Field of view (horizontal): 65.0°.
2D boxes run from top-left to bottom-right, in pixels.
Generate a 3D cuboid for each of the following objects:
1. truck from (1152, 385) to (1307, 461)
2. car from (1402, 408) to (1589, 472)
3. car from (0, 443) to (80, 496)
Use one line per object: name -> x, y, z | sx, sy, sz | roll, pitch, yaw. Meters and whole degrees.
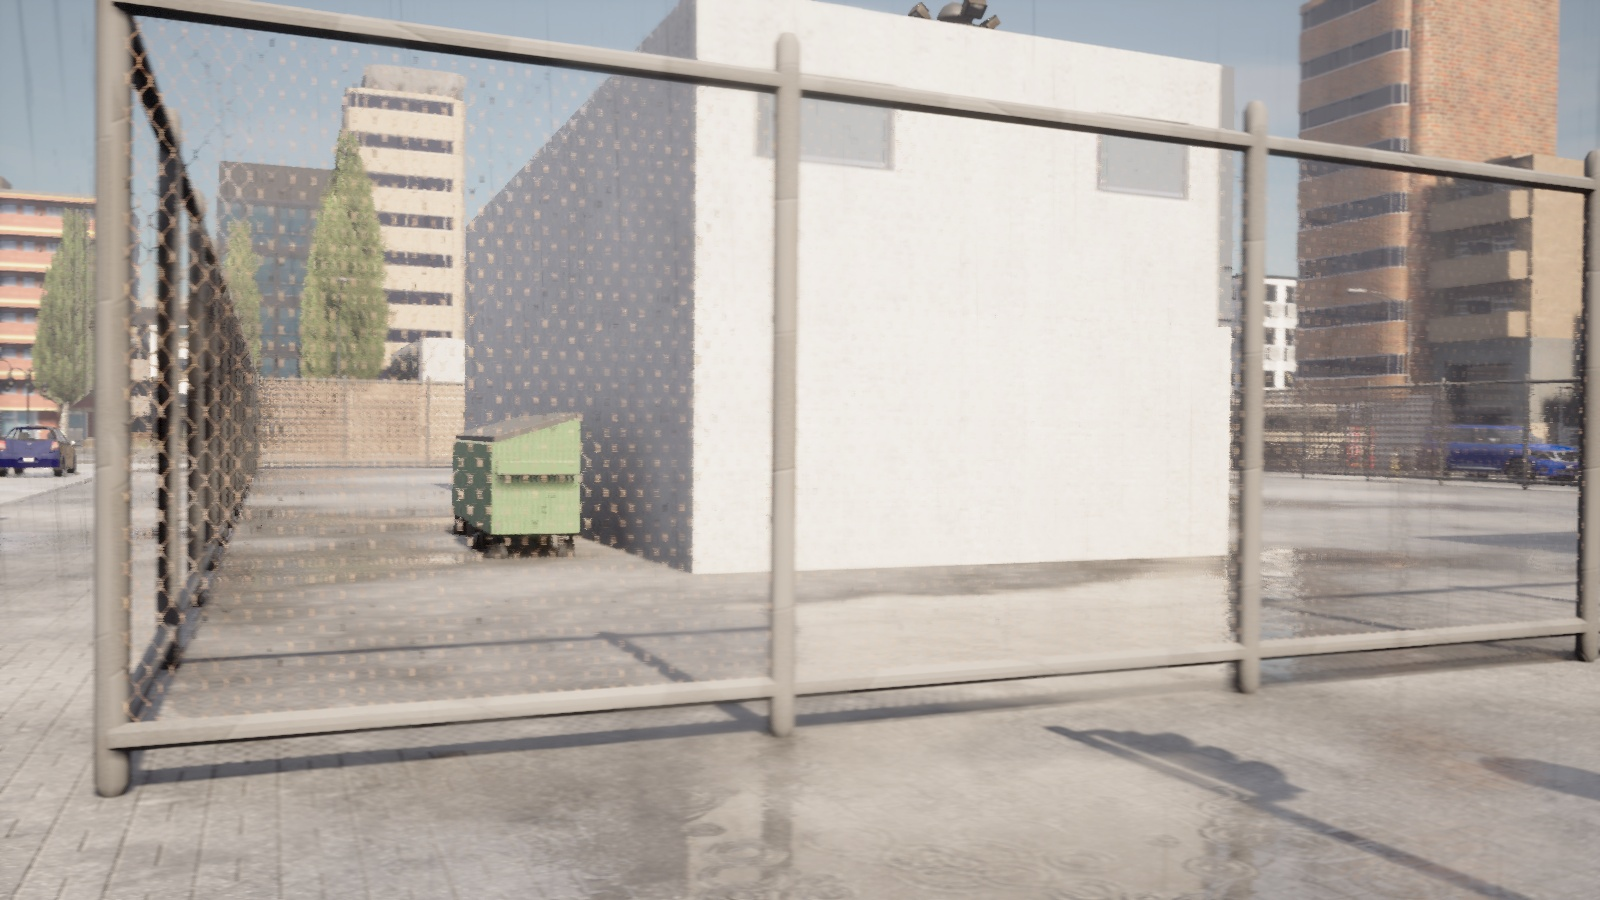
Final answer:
truck -> 20.732, -1.276, 61.234 | 2.891, 3.462, 7.936 | -1, 1, -19
car -> 23.837, -0.364, 43.341 | 2.150, 2.045, 5.566 | -1, 1, -21
car -> -23.212, 0.557, 38.189 | 1.845, 1.501, 3.633 | -1, 1, -23
